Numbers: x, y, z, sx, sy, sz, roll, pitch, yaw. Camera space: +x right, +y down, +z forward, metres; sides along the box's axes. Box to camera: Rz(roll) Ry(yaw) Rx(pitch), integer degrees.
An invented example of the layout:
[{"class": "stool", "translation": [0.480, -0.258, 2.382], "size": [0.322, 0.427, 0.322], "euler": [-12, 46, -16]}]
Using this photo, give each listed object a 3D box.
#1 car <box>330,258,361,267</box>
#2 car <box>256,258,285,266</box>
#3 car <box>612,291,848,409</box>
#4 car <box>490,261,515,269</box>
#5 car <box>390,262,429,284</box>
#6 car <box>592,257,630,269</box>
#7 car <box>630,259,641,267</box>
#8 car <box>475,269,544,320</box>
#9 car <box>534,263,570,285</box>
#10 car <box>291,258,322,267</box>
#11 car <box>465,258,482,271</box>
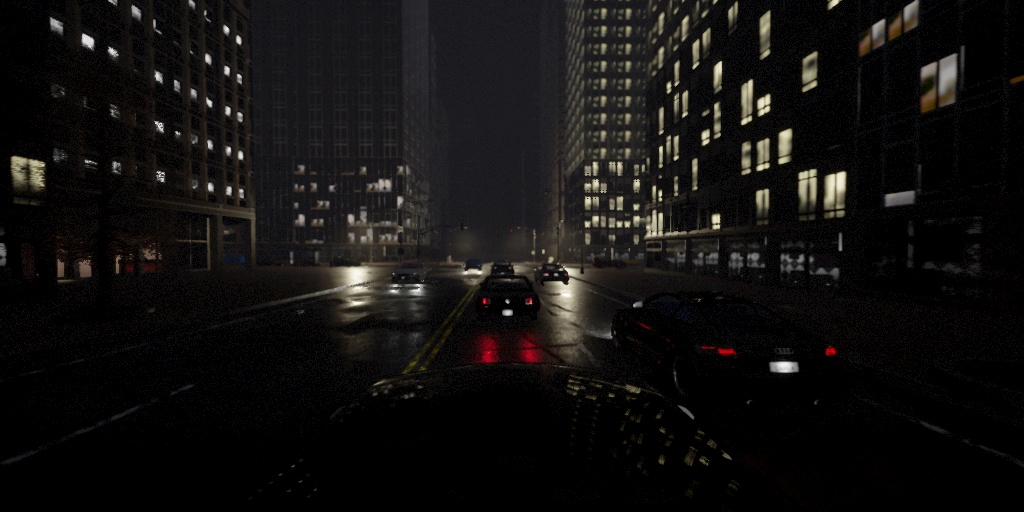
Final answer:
[{"class": "car", "translation": [-24.457, 0.989, 52.722], "size": [4.313, 1.339, 1.948], "euler": [0, 0, -1]}, {"class": "car", "translation": [-35.825, 0.905, 52.621], "size": [4.313, 1.339, 1.948], "euler": [0, 0, -1]}, {"class": "car", "translation": [3.214, 1.290, 6.292], "size": [1.994, 1.385, 4.181], "euler": [0, 0, -1]}, {"class": "car", "translation": [-0.771, 1.118, 29.259], "size": [2.128, 1.511, 4.902], "euler": [0, 0, -2]}, {"class": "car", "translation": [-7.367, 1.178, 26.301], "size": [1.812, 1.442, 4.674], "euler": [0, 0, -2]}, {"class": "car", "translation": [14.463, 1.013, 53.590], "size": [5.009, 1.841, 2.192], "euler": [0, 0, -1]}, {"class": "car", "translation": [19.773, 1.092, 62.070], "size": [4.829, 1.417, 1.751], "euler": [0, 0, -1]}, {"class": "car", "translation": [-0.187, 1.305, 12.394], "size": [1.895, 1.301, 4.718], "euler": [0, 0, -2]}, {"class": "car", "translation": [2.647, 1.191, 24.636], "size": [2.033, 1.411, 5.357], "euler": [0, 0, -2]}, {"class": "car", "translation": [-30.142, 0.963, 52.652], "size": [4.207, 1.307, 1.802], "euler": [0, 0, -1]}, {"class": "car", "translation": [-4.654, 1.038, 43.805], "size": [1.882, 1.535, 5.008], "euler": [0, 0, -2]}]
